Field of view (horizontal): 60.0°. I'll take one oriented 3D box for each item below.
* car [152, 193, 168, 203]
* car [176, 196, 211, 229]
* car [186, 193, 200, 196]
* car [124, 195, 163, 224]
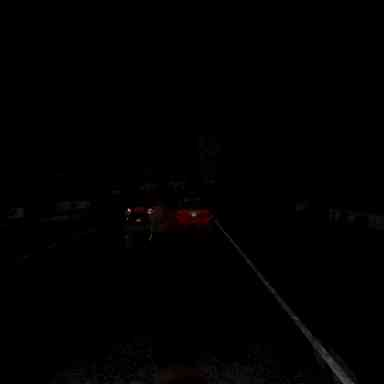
[{"bbox_3d":[-6.519,1.140,66.478,2.150,2.045,5.566,1,0,-22],"label":"car"},{"bbox_3d":[0.101,1.326,21.342,2.097,1.767,4.553,0,0,0],"label":"car"},{"bbox_3d":[0.101,1.159,42.348,2.150,2.045,5.566,0,0,0],"label":"car"},{"bbox_3d":[-3.598,1.320,24.624,2.097,1.767,4.553,0,0,0],"label":"car"}]
